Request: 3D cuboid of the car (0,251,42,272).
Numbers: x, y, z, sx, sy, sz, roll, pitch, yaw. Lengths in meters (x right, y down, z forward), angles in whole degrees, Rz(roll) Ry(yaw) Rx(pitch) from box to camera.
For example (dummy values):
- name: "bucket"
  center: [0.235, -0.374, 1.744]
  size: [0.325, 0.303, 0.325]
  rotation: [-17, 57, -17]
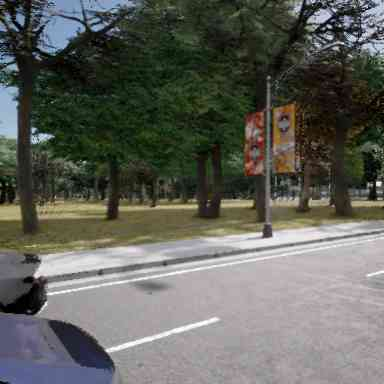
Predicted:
- name: "car"
  center: [-4.561, 1.491, 4.423]
  size: [4.902, 1.511, 2.128]
  rotation: [0, 0, -35]

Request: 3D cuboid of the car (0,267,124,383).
- name: "car"
  center: [-2.482, 1.564, 1.913]
  size: [4.181, 1.385, 1.994]
  rotation: [0, 0, -35]
